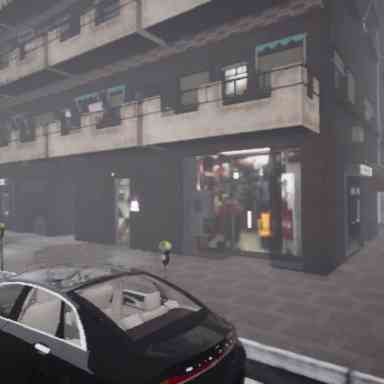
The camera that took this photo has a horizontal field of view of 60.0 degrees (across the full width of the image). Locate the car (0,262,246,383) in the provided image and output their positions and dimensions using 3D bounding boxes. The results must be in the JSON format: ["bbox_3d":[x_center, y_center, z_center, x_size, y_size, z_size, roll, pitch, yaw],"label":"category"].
[{"bbox_3d":[-1.528,1.544,3.979,4.403,1.369,2.008,0,-1,36],"label":"car"}]
